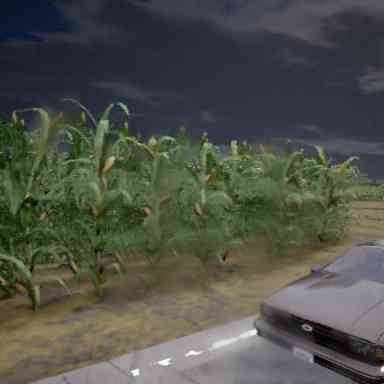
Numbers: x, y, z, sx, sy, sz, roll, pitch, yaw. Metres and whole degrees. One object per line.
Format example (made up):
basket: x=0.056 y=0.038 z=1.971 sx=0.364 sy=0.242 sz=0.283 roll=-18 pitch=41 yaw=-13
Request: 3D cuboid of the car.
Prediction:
car: x=3.491 y=1.561 z=5.530 sx=5.357 sy=1.411 sz=2.033 roll=0 pitch=0 yaw=-36
